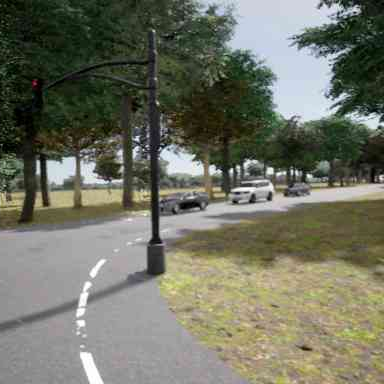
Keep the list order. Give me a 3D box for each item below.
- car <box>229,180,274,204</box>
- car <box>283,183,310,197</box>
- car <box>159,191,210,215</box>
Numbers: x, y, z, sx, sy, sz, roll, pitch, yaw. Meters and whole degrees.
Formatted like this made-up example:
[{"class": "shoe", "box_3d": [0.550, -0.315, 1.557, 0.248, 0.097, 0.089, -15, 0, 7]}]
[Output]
[{"class": "car", "box_3d": [5.770, -0.048, 31.677, 2.150, 2.045, 5.566, -2, 2, 40]}, {"class": "car", "box_3d": [12.497, -0.263, 39.576, 1.837, 1.490, 4.892, -2, 2, 40]}, {"class": "car", "box_3d": [-0.713, 0.715, 24.031, 2.128, 1.511, 4.902, -2, 2, 40]}]
